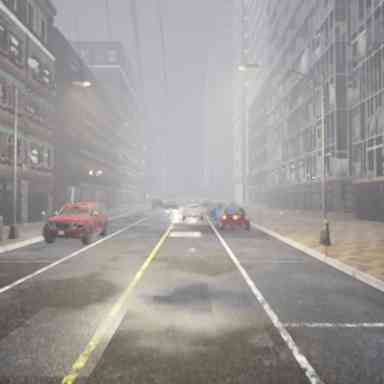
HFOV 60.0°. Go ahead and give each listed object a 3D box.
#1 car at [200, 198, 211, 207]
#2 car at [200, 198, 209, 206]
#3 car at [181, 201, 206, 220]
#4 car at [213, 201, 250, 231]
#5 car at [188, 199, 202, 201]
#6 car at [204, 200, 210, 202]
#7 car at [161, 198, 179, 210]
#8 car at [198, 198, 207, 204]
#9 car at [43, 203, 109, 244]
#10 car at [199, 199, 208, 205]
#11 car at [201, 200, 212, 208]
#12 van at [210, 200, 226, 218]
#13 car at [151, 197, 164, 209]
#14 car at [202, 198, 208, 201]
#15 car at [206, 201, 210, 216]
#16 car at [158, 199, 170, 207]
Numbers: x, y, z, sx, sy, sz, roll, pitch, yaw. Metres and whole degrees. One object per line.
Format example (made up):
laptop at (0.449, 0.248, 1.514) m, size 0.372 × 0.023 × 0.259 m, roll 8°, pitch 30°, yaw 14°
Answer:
car at (2.706, 2.091, 67.811) m, size 1.967 × 1.590 × 4.097 m, roll 1°, pitch -1°, yaw 0°
car at (2.706, 2.144, 73.462) m, size 1.967 × 1.590 × 4.097 m, roll 1°, pitch -1°, yaw 0°
car at (0.093, 1.838, 32.040) m, size 1.812 × 1.442 × 4.674 m, roll 0°, pitch -1°, yaw 0°
car at (2.704, 1.662, 22.602) m, size 1.967 × 1.590 × 4.097 m, roll 1°, pitch -1°, yaw 0°
car at (0.006, 1.986, 49.752) m, size 2.163 × 1.488 × 4.792 m, roll 0°, pitch 0°, yaw 0°
car at (2.703, 1.951, 39.555) m, size 1.947 × 1.339 × 4.313 m, roll 1°, pitch -1°, yaw 0°
car at (-3.071, 2.053, 50.437) m, size 1.994 × 1.385 × 4.181 m, roll 0°, pitch -1°, yaw 0°
car at (2.705, 2.360, 84.763) m, size 2.008 × 1.369 × 4.403 m, roll 1°, pitch -1°, yaw 0°
car at (-5.674, 1.483, 16.955) m, size 2.192 × 1.841 × 5.009 m, roll 1°, pitch -1°, yaw 0°
car at (2.705, 2.307, 79.112) m, size 2.008 × 1.369 × 4.403 m, roll 1°, pitch -1°, yaw 0°
car at (2.705, 2.143, 62.158) m, size 1.887 × 1.381 × 4.507 m, roll 1°, pitch -1°, yaw 0°
van at (2.706, 1.617, 28.255) m, size 1.690 × 1.788 × 3.998 m, roll 1°, pitch -1°, yaw 0°
car at (-5.672, 1.861, 56.513) m, size 2.192 × 1.841 × 5.009 m, roll 1°, pitch -1°, yaw 0°
car at (2.704, 2.111, 56.508) m, size 1.947 × 1.339 × 4.313 m, roll 1°, pitch -1°, yaw 0°
car at (2.703, 1.897, 33.904) m, size 1.947 × 1.339 × 4.313 m, roll 1°, pitch -1°, yaw 0°
car at (-5.676, 2.218, 67.812) m, size 1.947 × 1.339 × 4.313 m, roll 1°, pitch -1°, yaw 0°
